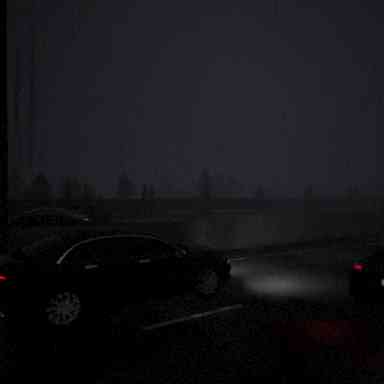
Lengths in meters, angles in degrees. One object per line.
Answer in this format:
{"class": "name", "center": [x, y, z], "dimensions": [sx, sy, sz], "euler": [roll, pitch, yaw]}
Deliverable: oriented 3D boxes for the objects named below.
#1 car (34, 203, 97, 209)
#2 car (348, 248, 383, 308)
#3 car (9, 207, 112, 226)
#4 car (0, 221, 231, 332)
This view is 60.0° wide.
{"class": "car", "center": [-7.240, 1.466, 15.761], "dimensions": [4.674, 1.442, 1.812], "euler": [0, 0, -33]}
{"class": "car", "center": [5.140, 1.554, 6.707], "dimensions": [4.181, 1.385, 1.994], "euler": [0, 0, -30]}
{"class": "car", "center": [-5.889, 1.500, 12.508], "dimensions": [5.357, 1.411, 2.033], "euler": [0, 0, -34]}
{"class": "car", "center": [-1.387, 1.482, 6.826], "dimensions": [4.892, 1.490, 1.837], "euler": [0, 0, -34]}
